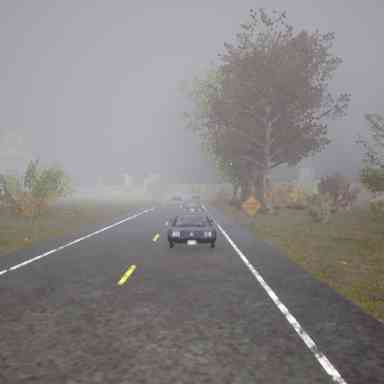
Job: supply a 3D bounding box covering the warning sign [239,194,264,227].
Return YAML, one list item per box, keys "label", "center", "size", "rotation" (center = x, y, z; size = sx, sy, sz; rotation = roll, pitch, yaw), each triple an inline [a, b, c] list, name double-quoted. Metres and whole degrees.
- label: "warning sign"
  center: [3.574, 1.097, 20.043]
  size: [1.300, 1.860, 1.060]
  rotation: [1, 1, 0]

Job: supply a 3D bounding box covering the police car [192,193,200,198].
- label: "police car"
  center: [1.051, 1.216, 90.197]
  size: [1.930, 1.638, 5.238]
  rotation: [0, 0, 0]

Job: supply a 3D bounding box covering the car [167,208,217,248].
- label: "car"
  center: [0.000, 1.605, 14.685]
  size: [1.895, 1.301, 4.718]
  rotation: [0, 0, 0]

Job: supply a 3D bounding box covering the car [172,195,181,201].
- label: "car"
  center: [-3.499, 1.391, 76.709]
  size: [1.895, 1.301, 4.718]
  rotation: [0, 0, 0]

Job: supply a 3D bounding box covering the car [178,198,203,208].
- label: "car"
  center: [0.001, 1.534, 29.659]
  size: [2.033, 1.411, 5.357]
  rotation: [0, 0, 0]
